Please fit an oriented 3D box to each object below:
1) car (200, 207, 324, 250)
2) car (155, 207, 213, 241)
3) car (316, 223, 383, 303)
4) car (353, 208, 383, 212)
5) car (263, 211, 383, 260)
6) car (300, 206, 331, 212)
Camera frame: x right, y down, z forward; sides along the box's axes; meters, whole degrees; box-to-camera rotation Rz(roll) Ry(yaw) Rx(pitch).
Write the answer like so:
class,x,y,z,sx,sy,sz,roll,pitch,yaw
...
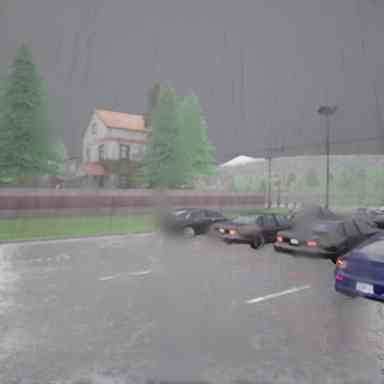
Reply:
class,x,y,z,sx,sy,sz,roll,pitch,yaw
car,3.223,1.592,14.636,5.357,1.411,2.033,0,0,-36
car,0.492,1.546,16.995,4.892,1.490,1.837,0,0,-35
car,4.973,1.558,7.285,4.674,1.442,1.812,0,0,-35
car,10.724,1.645,19.985,4.181,1.385,1.994,0,0,-35
car,5.224,1.591,11.763,5.357,1.411,2.033,0,0,-35
car,8.217,1.627,22.492,5.357,1.411,2.033,0,0,-35
